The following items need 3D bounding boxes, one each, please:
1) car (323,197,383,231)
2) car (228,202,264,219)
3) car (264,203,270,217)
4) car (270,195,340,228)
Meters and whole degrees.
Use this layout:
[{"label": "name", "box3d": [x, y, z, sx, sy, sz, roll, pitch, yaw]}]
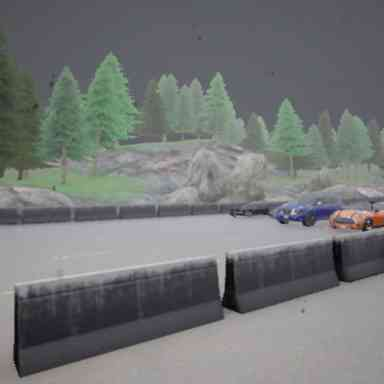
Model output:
[{"label": "car", "box3d": [10.262, 1.343, 19.906, 4.553, 1.767, 2.097, 0, 0, -35]}, {"label": "car", "box3d": [5.412, 1.584, 29.344, 4.718, 1.301, 1.895, 0, 0, -35]}, {"label": "car", "box3d": [8.369, 1.504, 27.141, 4.674, 1.442, 1.812, 0, 0, -36]}, {"label": "car", "box3d": [8.228, 1.212, 22.756, 5.566, 2.045, 2.150, 0, 0, -35]}]
